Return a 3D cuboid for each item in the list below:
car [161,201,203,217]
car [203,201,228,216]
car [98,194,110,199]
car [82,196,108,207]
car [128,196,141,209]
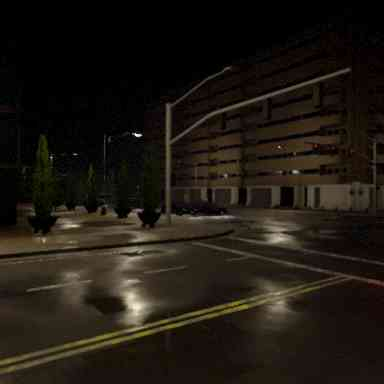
[{"bbox_3d":[-1.328,1.600,32.592,1.812,1.442,4.674,1,0,-35],"label":"car"},{"bbox_3d":[1.428,1.647,34.757,2.033,1.411,5.357,1,0,-35],"label":"car"},{"bbox_3d":[-17.470,1.665,61.740,1.812,1.442,4.674,1,0,-35],"label":"car"},{"bbox_3d":[-15.393,1.676,52.592,1.895,1.301,4.718,1,0,-35],"label":"car"},{"bbox_3d":[-7.674,1.626,47.679,1.812,1.442,4.674,1,0,-35],"label":"car"}]
